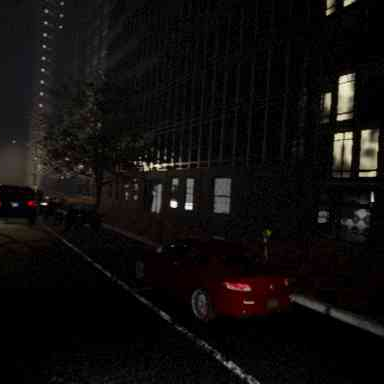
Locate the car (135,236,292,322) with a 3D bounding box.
[{"bbox_3d":[0.210,1.592,7.147,1.802,1.307,4.206,3,0,-32],"label":"car"}]

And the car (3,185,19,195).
[{"bbox_3d":[-30.112,-0.378,55.283,1.887,1.381,4.507,4,0,-32],"label":"car"}]

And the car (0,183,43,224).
[{"bbox_3d":[-10.019,0.600,18.456,2.150,2.045,5.566,3,0,-32],"label":"car"}]

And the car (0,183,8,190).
[{"bbox_3d":[-45.273,-1.360,79.350,1.947,1.339,4.313,4,0,-32],"label":"car"}]

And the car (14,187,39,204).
[{"bbox_3d":[-17.976,0.301,36.028,1.967,1.590,4.097,4,0,-32],"label":"car"}]

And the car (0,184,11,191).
[{"bbox_3d":[-39.210,-0.957,69.723,1.947,1.339,4.313,4,0,-32],"label":"car"}]

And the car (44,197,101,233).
[{"bbox_3d":[-5.853,1.185,16.774,2.008,1.369,4.403,4,0,-32],"label":"car"}]

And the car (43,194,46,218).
[{"bbox_3d":[-8.886,0.994,21.587,2.008,1.369,4.403,4,0,-32],"label":"car"}]

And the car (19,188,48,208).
[{"bbox_3d":[-14.944,0.496,31.215,1.967,1.590,4.097,4,0,-32],"label":"car"}]
